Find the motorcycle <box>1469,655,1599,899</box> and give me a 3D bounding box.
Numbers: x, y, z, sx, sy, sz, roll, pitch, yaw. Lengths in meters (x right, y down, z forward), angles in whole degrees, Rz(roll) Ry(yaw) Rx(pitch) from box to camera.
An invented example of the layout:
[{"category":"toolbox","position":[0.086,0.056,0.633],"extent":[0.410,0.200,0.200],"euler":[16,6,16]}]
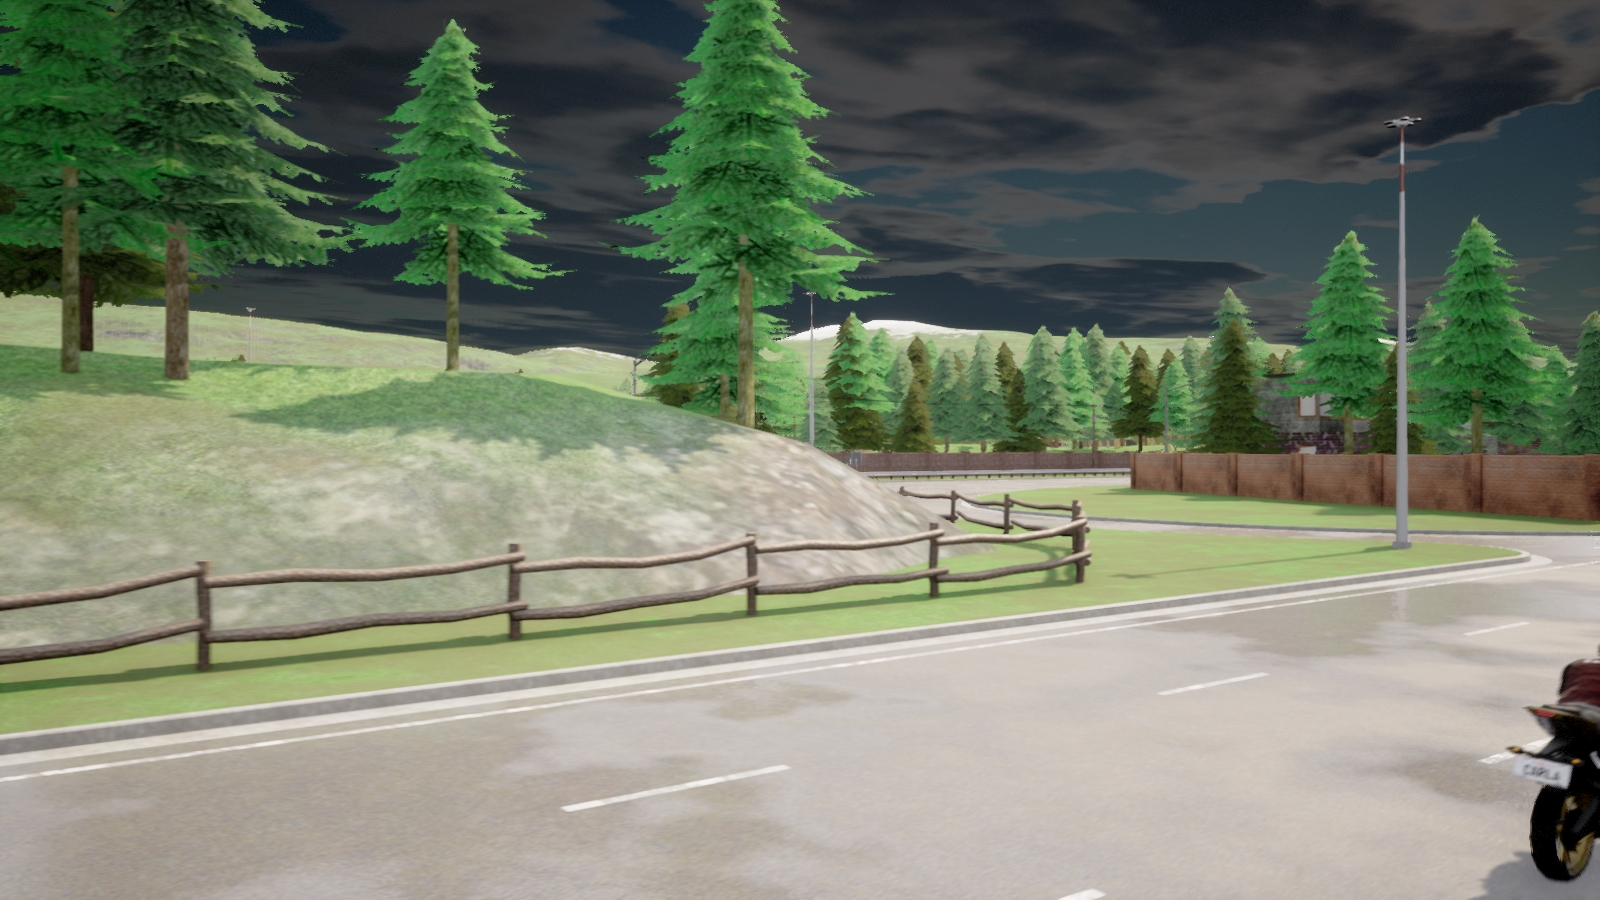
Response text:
[{"category":"motorcycle","position":[5.646,2.205,7.936],"extent":[2.209,1.251,0.867],"euler":[0,0,-34]}]
